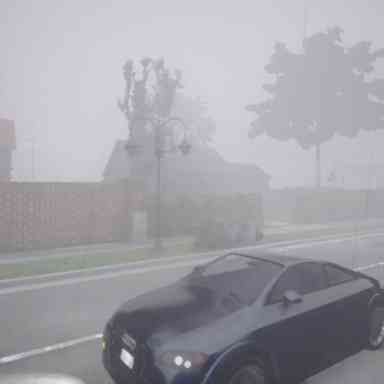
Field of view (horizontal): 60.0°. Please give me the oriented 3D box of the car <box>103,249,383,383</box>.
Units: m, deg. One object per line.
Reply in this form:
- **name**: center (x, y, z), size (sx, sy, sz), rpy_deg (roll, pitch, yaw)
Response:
- **car**: center (0.946, 1.560, 4.647), size (4.181, 1.385, 1.994), rpy_deg (0, 0, -35)
